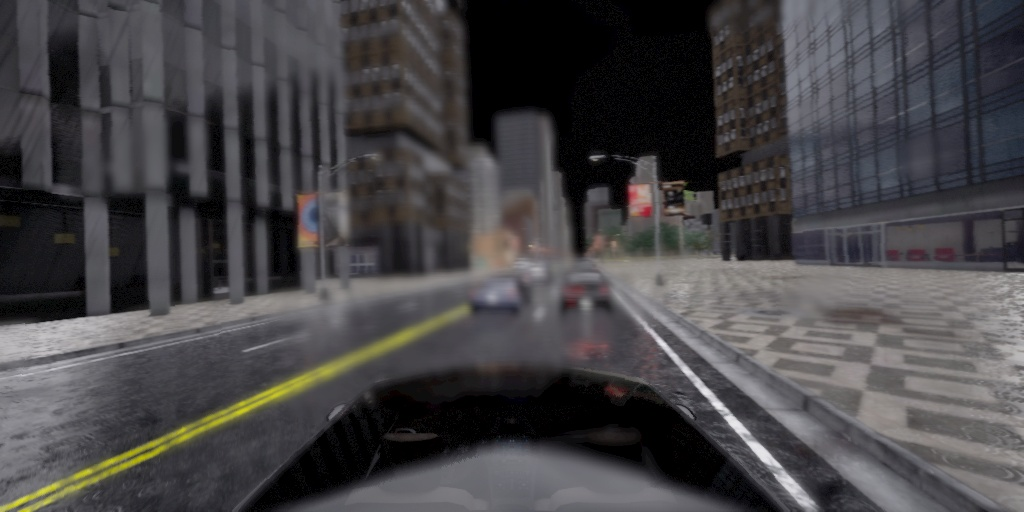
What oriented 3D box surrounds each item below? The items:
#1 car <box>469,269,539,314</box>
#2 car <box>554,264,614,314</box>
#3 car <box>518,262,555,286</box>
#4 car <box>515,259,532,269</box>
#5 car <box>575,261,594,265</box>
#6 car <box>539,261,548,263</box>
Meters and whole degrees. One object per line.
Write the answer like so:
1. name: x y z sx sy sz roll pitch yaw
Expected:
1. car: -0.291 1.465 14.648 1.994 1.385 4.181 -2 -1 12
2. car: 2.859 1.272 13.863 1.837 1.490 4.892 -2 0 12
3. car: 2.157 1.481 27.043 2.033 1.411 5.357 -2 -1 12
4. car: 2.058 1.508 60.108 2.150 2.045 5.566 -2 0 12
5. car: 5.763 1.155 28.444 2.097 1.767 4.553 -2 -1 12
6. car: 5.316 1.646 59.814 2.128 1.511 4.902 -2 -1 12
